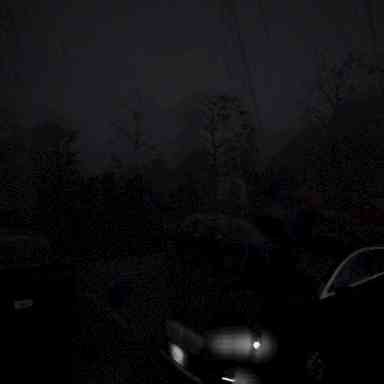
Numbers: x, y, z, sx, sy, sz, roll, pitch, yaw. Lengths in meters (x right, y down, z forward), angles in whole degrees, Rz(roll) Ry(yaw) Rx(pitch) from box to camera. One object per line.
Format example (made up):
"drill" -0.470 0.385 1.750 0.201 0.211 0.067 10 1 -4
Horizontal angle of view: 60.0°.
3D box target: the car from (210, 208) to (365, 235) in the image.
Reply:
"car" 3.057 1.446 11.713 2.163 1.488 4.792 0 0 -35

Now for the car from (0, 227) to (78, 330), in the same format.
"car" -3.867 1.472 6.834 2.097 1.535 5.008 0 0 -35

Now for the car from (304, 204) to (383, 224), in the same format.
"car" 5.361 1.428 13.347 2.163 1.488 4.792 0 0 -35

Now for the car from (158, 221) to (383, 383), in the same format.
"car" 1.847 1.462 4.991 4.902 1.511 2.128 0 0 -35

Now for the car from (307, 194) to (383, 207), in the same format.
"car" 7.662 1.128 14.980 2.435 2.045 5.566 0 0 -35
